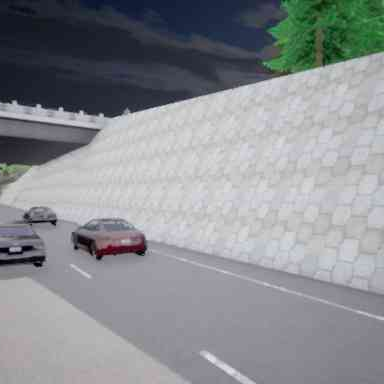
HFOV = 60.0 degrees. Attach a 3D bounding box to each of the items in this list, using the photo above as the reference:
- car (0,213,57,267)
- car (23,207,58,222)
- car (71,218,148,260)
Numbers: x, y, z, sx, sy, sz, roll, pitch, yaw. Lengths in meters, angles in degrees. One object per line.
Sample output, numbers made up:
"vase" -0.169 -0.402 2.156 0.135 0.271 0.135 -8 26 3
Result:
"car" -6.320 1.672 11.382 2.033 1.411 5.357 0 -1 -34
"car" -11.802 1.830 25.775 2.033 1.411 5.357 0 -1 -34
"car" -3.418 1.714 13.342 1.994 1.385 4.181 0 -1 -34
